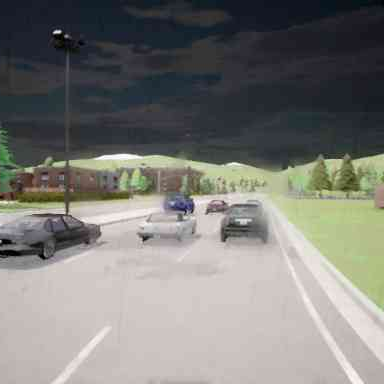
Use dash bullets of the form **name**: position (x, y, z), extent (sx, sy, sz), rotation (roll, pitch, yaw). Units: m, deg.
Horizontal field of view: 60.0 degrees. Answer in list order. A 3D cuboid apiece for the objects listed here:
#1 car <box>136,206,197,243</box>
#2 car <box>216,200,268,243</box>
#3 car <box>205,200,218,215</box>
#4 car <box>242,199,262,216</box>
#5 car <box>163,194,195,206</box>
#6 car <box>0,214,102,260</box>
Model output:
- **car**: position (-1.024, 1.580, 16.127), extent (1.895, 1.301, 4.718), rotation (0, 0, 11)
- **car**: position (2.614, 1.340, 16.312), extent (2.097, 1.767, 4.553), rotation (0, 0, 11)
- **car**: position (2.568, 1.494, 33.655), extent (1.812, 1.442, 4.674), rotation (0, 0, 12)
- **car**: position (6.010, 1.504, 33.012), extent (1.812, 1.442, 4.674), rotation (0, 0, 12)
- **car**: position (-1.226, 1.181, 32.534), extent (2.150, 2.045, 5.566), rotation (0, 0, 12)
- **car**: position (-5.316, 1.519, 12.392), extent (2.033, 1.411, 5.357), rotation (0, 0, 11)
